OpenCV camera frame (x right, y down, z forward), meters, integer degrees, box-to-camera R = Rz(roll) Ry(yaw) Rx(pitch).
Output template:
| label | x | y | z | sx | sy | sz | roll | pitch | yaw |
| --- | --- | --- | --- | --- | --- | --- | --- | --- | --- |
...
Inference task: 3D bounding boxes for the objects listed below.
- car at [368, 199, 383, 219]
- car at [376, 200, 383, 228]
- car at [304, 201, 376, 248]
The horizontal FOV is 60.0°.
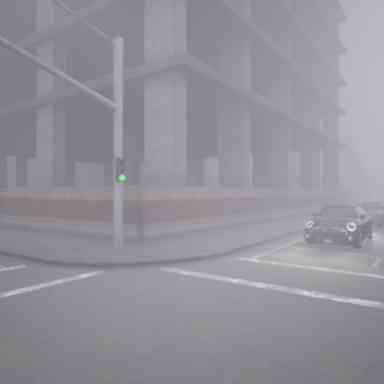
| label | x | y | z | sx | sy | sz | roll | pitch | yaw |
| --- | --- | --- | --- | --- | --- | --- | --- | --- | --- |
| car | 17.289 | 1.458 | 29.886 | 1.882 | 1.535 | 5.008 | 0 | 0 | 36 |
| car | 11.839 | 1.470 | 22.198 | 2.128 | 1.511 | 4.902 | 0 | 0 | 35 |
| car | 6.576 | 1.330 | 14.774 | 2.097 | 1.767 | 4.553 | 0 | 0 | 36 |
